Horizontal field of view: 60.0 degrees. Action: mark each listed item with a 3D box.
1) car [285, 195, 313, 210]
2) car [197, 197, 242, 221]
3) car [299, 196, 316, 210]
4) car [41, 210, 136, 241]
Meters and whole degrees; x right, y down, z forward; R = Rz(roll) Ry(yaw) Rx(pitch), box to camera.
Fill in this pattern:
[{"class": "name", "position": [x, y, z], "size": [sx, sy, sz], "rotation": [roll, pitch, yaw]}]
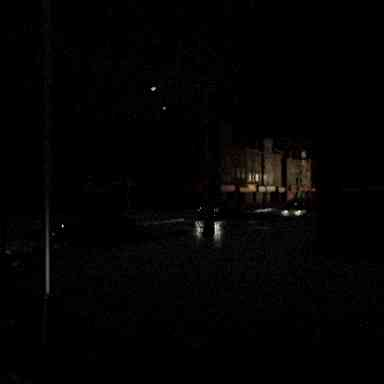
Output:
[{"class": "car", "position": [13.693, 1.444, 43.380], "size": [1.882, 1.535, 5.008], "rotation": [-1, -1, 36]}, {"class": "car", "position": [2.344, 1.357, 27.740], "size": [2.097, 1.767, 4.553], "rotation": [-1, 0, 36]}, {"class": "car", "position": [14.908, 1.504, 40.227], "size": [1.994, 1.385, 4.181], "rotation": [-1, 0, 36]}, {"class": "car", "position": [-5.198, 1.633, 17.258], "size": [1.895, 1.301, 4.718], "rotation": [-1, 0, 36]}]
